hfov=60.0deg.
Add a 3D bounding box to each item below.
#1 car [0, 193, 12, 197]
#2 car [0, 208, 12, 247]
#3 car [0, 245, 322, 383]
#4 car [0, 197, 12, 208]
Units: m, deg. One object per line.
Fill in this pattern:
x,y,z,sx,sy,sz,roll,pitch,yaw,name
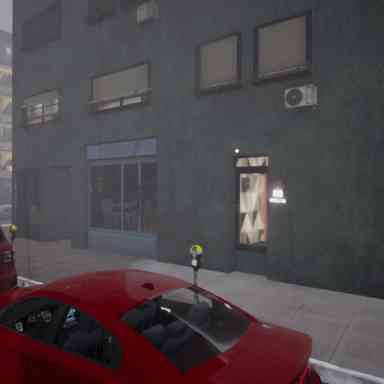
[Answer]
-18.566,1.031,31.833,2.192,1.841,5.009,2,2,35,car
-5.546,1.314,6.742,5.009,1.841,2.192,0,0,35,car
-1.018,1.544,3.571,4.507,1.381,1.887,0,0,35,car
-17.666,1.368,28.598,1.895,1.301,4.718,1,1,34,car
